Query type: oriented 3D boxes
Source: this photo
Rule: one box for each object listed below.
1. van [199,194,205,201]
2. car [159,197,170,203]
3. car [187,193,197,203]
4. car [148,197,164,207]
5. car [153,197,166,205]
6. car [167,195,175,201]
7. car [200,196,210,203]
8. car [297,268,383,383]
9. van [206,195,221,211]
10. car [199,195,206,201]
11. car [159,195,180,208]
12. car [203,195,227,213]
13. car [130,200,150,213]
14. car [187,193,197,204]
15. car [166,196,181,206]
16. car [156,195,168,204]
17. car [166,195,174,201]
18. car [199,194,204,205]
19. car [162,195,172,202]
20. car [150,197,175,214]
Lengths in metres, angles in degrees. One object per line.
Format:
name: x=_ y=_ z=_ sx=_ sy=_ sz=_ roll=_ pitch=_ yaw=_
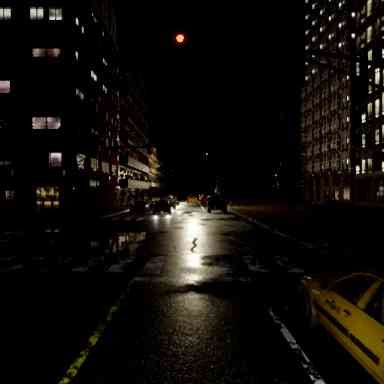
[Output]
van: x=2.682 y=1.439 z=91.637 sx=1.690 sy=1.788 sz=3.998 roll=0 pitch=0 yaw=0
car: x=-5.696 y=1.638 z=69.532 sx=1.802 sy=1.307 sz=4.206 roll=0 pitch=0 yaw=0
car: x=0.000 y=1.292 z=75.861 sx=2.150 sy=2.045 sz=5.566 roll=0 pitch=0 yaw=0
car: x=-5.695 y=1.580 z=52.951 sx=2.008 sy=1.369 sz=4.403 roll=0 pitch=0 yaw=0
car: x=-5.696 y=1.583 z=58.477 sx=1.887 sy=1.381 sz=4.507 roll=0 pitch=0 yaw=0
car: x=-5.696 y=1.643 z=91.637 sx=1.887 sy=1.381 sz=4.507 roll=0 pitch=0 yaw=0
car: x=2.684 y=1.601 z=69.532 sx=1.887 sy=1.381 sz=4.507 roll=0 pitch=0 yaw=0
car: x=2.686 y=1.525 z=4.129 sx=1.752 sy=1.417 sz=4.829 roll=0 pitch=0 yaw=0
van: x=2.684 y=1.357 z=41.898 sx=1.690 sy=1.788 sz=3.998 roll=0 pitch=0 yaw=0
car: x=2.684 y=1.612 z=86.281 sx=1.752 sy=1.417 sz=4.829 roll=0 pitch=0 yaw=0
car: x=-3.090 y=1.567 z=45.408 sx=2.033 sy=1.411 sz=5.357 roll=0 pitch=0 yaw=0
car: x=2.684 y=1.326 z=36.372 sx=2.192 sy=1.841 sz=5.009 roll=0 pitch=0 yaw=0
car: x=-5.694 y=1.562 z=36.371 sx=2.008 sy=1.369 sz=4.403 roll=0 pitch=0 yaw=0
car: x=0.098 y=1.527 z=65.386 sx=1.882 sy=1.535 sz=5.008 roll=0 pitch=0 yaw=0
car: x=-3.047 y=1.525 z=55.601 sx=2.128 sy=1.511 sz=4.902 roll=0 pitch=0 yaw=0
car: x=-5.697 y=1.487 z=64.005 sx=1.967 sy=1.590 sz=4.097 roll=0 pitch=0 yaw=0
car: x=-5.696 y=1.611 z=85.941 sx=1.752 sy=1.417 sz=4.829 roll=0 pitch=0 yaw=0
car: x=2.683 y=1.353 z=58.478 sx=2.192 sy=1.841 sz=5.009 roll=0 pitch=0 yaw=0
car: x=-5.697 y=1.505 z=75.058 sx=1.967 sy=1.590 sz=4.097 roll=0 pitch=0 yaw=0
car: x=-3.123 y=1.558 z=35.280 sx=2.033 sy=1.411 sz=5.357 roll=0 pitch=0 yaw=-4
